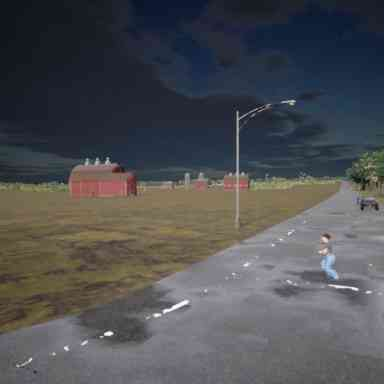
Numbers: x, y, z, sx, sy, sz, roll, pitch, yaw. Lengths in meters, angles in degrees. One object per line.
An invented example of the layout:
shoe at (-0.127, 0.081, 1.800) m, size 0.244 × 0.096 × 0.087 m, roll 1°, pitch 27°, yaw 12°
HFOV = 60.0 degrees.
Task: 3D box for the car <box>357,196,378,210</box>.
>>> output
car at (21.850, 1.432, 41.136) m, size 1.837 × 1.490 × 4.892 m, roll 0°, pitch -1°, yaw 25°

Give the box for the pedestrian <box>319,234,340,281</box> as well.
pedestrian at (3.502, 1.574, 8.392) m, size 0.375 × 1.300 × 0.375 m, roll -2°, pitch 1°, yaw 25°

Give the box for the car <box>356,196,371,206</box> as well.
car at (27.702, 1.394, 53.791) m, size 2.033 × 1.411 × 5.357 m, roll 0°, pitch 0°, yaw 25°
